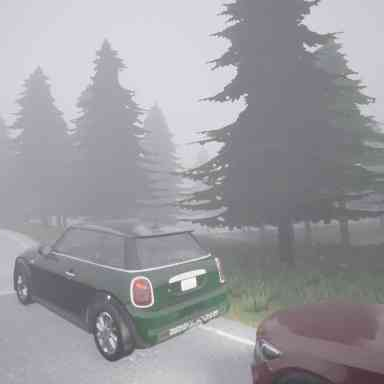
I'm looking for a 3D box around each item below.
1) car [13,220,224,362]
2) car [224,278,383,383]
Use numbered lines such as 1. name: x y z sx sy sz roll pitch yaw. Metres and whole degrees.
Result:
1. car: -1.576 1.309 6.208 4.553 1.767 2.097 1 1 44
2. car: 2.757 1.532 2.592 4.674 1.442 1.812 1 0 36
